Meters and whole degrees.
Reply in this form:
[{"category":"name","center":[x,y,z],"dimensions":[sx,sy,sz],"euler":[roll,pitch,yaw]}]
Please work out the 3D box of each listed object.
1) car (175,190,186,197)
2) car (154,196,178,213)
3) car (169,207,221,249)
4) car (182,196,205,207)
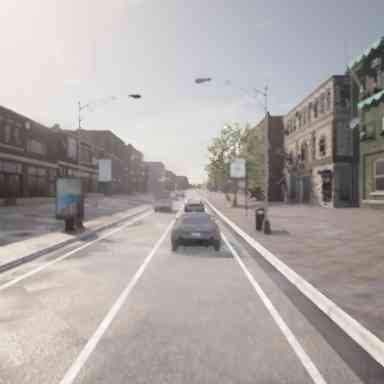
[{"category":"car","center":[-2.674,0.516,77.603],"dimensions":[2.150,2.045,5.566],"euler":[0,1,0]},{"category":"car","center":[-2.949,1.457,35.799],"dimensions":[2.033,1.411,5.357],"euler":[0,0,0]},{"category":"car","center":[0.159,1.557,14.421],"dimensions":[1.994,1.385,4.181],"euler":[0,0,0]},{"category":"car","center":[0.231,1.429,31.447],"dimensions":[2.128,1.511,4.902],"euler":[0,0,0]}]
